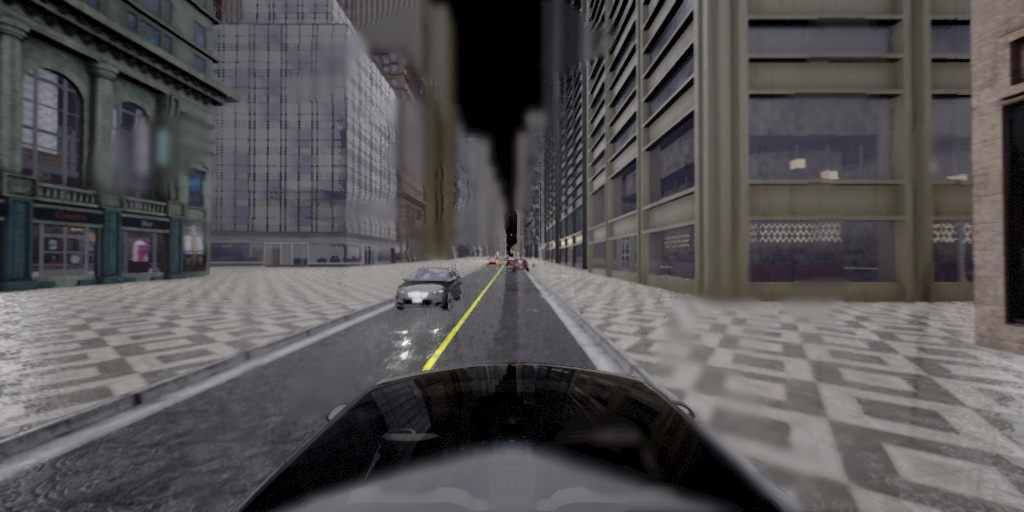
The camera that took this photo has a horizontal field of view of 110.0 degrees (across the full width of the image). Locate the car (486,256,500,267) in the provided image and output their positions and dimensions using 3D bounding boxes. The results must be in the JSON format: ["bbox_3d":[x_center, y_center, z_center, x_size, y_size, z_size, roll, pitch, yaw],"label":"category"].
[{"bbox_3d":[-3.043,0.860,57.636,2.097,1.767,4.553,0,0,1],"label":"car"}]

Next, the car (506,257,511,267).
[{"bbox_3d":[0.001,0.977,59.700,1.882,1.535,5.008,0,0,0],"label":"car"}]

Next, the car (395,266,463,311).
[{"bbox_3d":[-3.098,1.182,14.191,2.128,1.511,4.902,0,0,0],"label":"car"}]

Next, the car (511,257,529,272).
[{"bbox_3d":[1.050,1.096,42.688,1.812,1.442,4.674,0,0,0],"label":"car"}]
